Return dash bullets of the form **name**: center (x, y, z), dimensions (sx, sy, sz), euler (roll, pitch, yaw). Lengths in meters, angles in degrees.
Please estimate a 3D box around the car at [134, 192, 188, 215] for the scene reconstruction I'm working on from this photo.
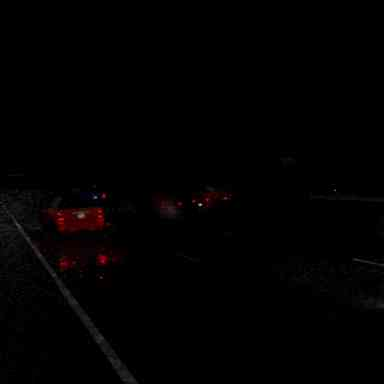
- **car**: center (-2.512, 0.812, 23.659), dimensions (1.895, 1.301, 4.718), euler (-3, 2, -31)

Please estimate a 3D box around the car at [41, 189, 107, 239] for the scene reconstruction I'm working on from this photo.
- **car**: center (-5.558, 0.942, 15.193), dimensions (2.097, 1.767, 4.553), euler (-3, 2, -31)

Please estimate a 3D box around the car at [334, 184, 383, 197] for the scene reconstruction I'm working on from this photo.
- **car**: center (17.624, -0.116, 35.234), dimensions (4.718, 1.301, 1.895), euler (-2, 2, -2)

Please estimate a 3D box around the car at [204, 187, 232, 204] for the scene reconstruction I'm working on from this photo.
- **car**: center (1.565, 0.345, 30.414), dimensions (1.882, 1.535, 5.008), euler (-3, 2, -31)

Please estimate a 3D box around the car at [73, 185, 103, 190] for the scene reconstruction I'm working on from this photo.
- **car**: center (-8.589, 0.474, 26.894), dimensions (2.150, 2.045, 5.566), euler (-3, 2, -31)

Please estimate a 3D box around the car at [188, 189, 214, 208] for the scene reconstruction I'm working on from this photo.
- **car**: center (-0.540, 0.638, 27.149), dimensions (1.895, 1.301, 4.718), euler (-3, 2, -31)
